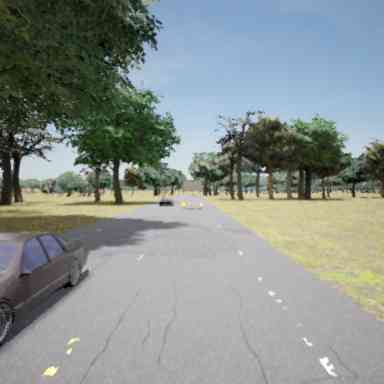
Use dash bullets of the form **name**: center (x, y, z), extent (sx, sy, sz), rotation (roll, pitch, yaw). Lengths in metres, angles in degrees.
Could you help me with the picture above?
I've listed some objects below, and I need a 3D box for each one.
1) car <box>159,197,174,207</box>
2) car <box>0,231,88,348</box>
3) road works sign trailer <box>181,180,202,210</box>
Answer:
- **car**: center (-3.596, 1.393, 47.251), extent (1.895, 1.301, 4.718), rotation (0, 0, 0)
- **car**: center (-3.601, 1.518, 6.375), extent (2.033, 1.411, 5.357), rotation (0, 0, 0)
- **road works sign trailer**: center (0.075, 0.285, 40.386), extent (2.380, 3.560, 2.880), rotation (0, 0, 0)
